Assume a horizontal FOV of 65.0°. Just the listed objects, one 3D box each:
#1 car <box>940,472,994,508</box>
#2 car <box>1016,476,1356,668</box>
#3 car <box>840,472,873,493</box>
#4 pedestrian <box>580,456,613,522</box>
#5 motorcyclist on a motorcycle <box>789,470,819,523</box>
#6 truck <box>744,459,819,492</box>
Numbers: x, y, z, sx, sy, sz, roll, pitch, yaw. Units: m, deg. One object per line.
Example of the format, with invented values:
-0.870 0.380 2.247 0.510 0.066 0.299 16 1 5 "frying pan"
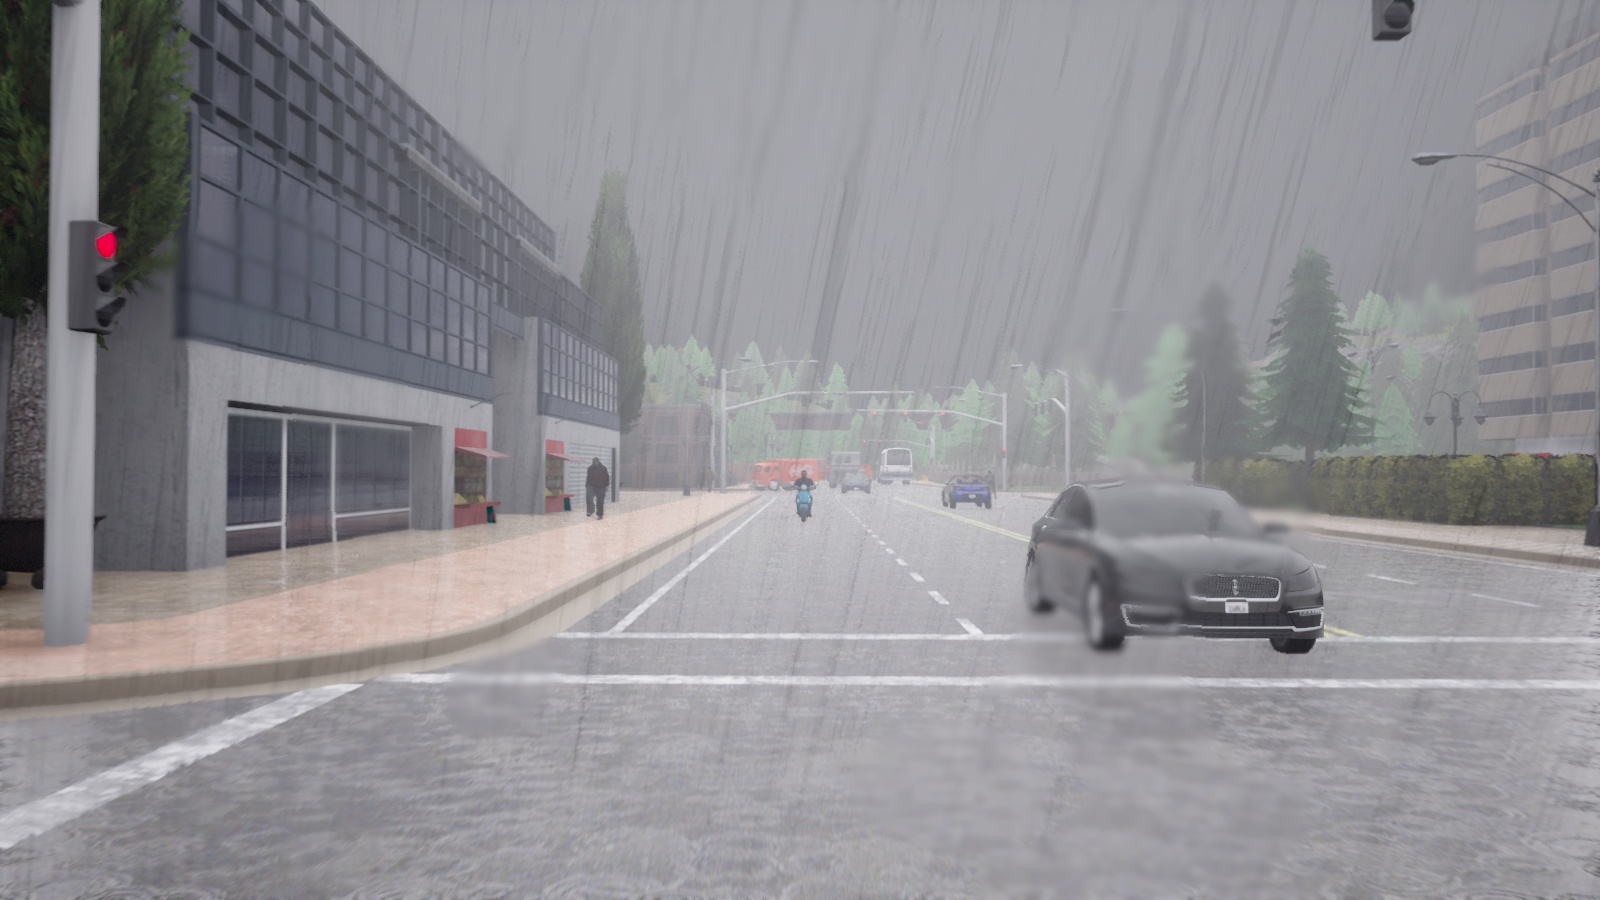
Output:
7.238 1.718 54.869 1.816 1.474 4.193 0 -1 0 "car"
3.474 1.013 12.383 1.837 1.490 4.892 0 -1 0 "car"
3.975 2.294 89.335 2.163 1.488 4.792 0 -1 0 "car"
-5.701 1.086 35.231 0.634 1.844 0.899 0 -1 13 "pedestrian"
0.127 1.413 38.552 0.866 1.590 1.817 0 -1 0 "motorcyclist on a motorcycle"
-1.387 1.949 96.921 5.204 2.467 2.627 0 0 -35 "truck"
